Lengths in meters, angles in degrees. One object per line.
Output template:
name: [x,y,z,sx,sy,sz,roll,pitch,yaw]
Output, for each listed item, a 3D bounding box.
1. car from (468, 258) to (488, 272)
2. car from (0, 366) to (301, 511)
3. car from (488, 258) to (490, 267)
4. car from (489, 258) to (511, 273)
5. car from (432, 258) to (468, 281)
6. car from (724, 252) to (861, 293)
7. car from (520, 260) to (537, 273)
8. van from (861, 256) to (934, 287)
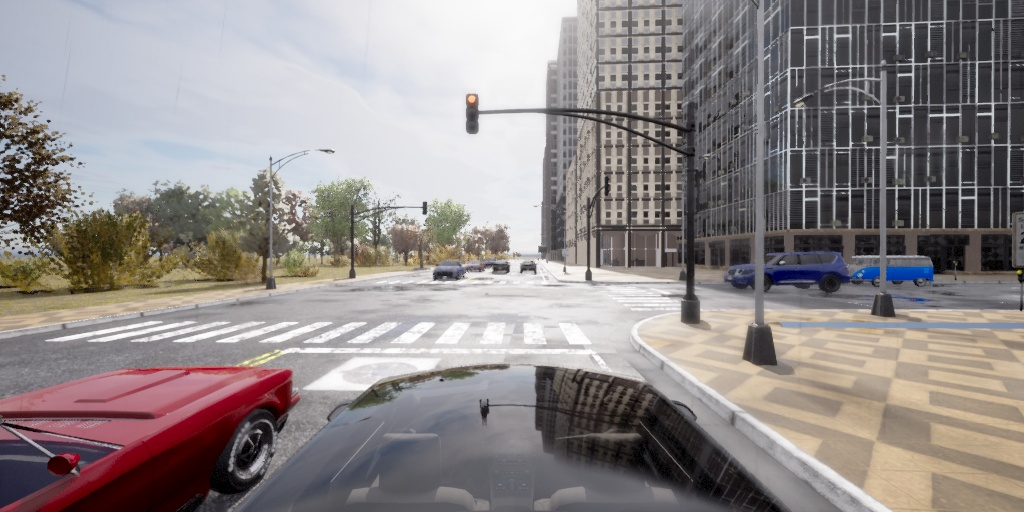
car: [-4.603,1.272,45.085,1.812,1.442,4.674,0,0,4]
car: [-3.117,1.351,1.574,1.895,1.301,4.718,0,0,0]
car: [-3.648,1.104,60.443,2.097,1.767,4.553,0,0,4]
car: [-1.223,1.224,43.815,1.882,1.535,5.008,0,0,3]
car: [-5.276,1.097,30.312,2.097,1.767,4.553,0,0,0]
car: [14.381,0.809,18.927,5.566,2.045,2.150,0,0,4]
car: [1.968,1.252,42.738,1.837,1.490,4.892,0,0,3]
van: [22.094,0.856,21.120,3.998,1.789,1.690,0,0,4]
